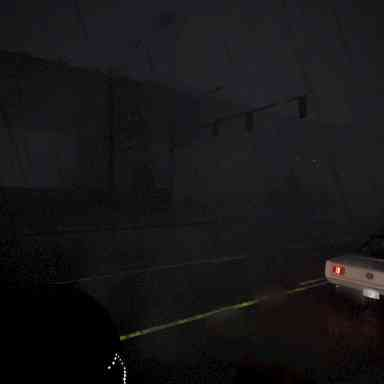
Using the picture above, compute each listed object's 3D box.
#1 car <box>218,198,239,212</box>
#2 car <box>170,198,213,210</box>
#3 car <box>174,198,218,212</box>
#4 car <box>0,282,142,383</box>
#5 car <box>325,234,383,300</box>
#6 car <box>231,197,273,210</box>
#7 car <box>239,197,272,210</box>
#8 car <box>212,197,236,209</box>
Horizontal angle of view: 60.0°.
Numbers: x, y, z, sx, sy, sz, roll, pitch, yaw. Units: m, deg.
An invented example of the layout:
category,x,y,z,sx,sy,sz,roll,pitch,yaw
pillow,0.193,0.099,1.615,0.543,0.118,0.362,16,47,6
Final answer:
category,x,y,z,sx,sy,sz,roll,pitch,yaw
car,3.803,1.453,39.079,2.038,1.542,4.974,0,0,18
car,0.008,1.295,36.399,4.536,1.218,1.853,0,0,8
car,0.060,1.453,36.392,4.974,1.542,2.038,0,0,8
car,-3.003,1.221,1.607,5.566,2.045,2.150,0,0,-35
car,5.142,1.601,7.447,4.718,1.301,1.895,0,0,-35
car,7.712,1.453,42.840,4.974,1.542,2.038,0,0,-7
car,7.661,1.295,42.834,4.536,1.218,1.853,0,0,-7
car,3.819,1.295,39.129,1.853,1.218,4.536,0,0,18
